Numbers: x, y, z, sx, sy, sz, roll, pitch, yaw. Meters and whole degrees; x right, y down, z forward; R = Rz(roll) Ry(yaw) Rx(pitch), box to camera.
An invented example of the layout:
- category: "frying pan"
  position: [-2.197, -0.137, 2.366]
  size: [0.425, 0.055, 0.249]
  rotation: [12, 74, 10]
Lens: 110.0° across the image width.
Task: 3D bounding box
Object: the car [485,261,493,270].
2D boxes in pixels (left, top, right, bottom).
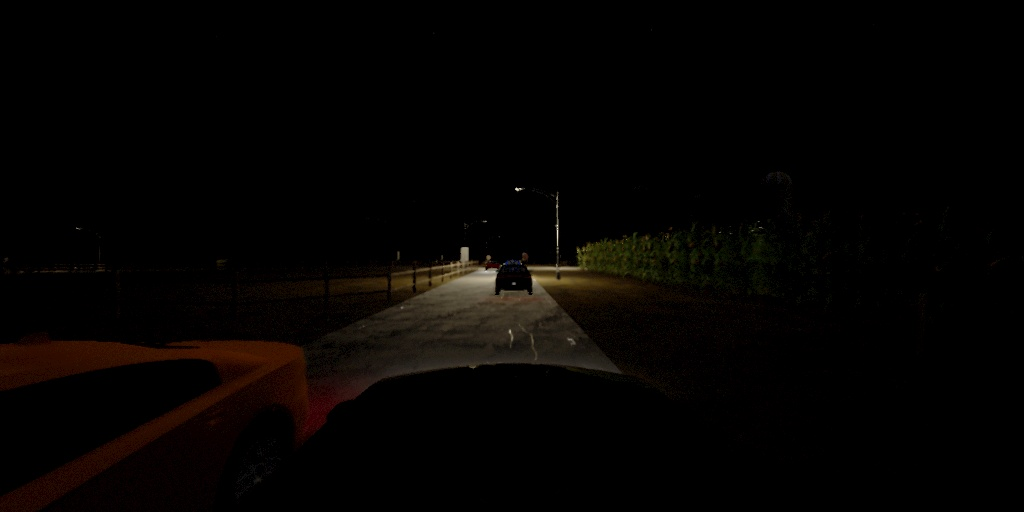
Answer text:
- category: "car"
  position: [-2.768, 1.353, 50.525]
  size: [1.895, 1.301, 4.718]
  rotation: [0, 0, 0]

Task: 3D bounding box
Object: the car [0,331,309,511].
- category: "car"
  position: [-2.851, 1.230, 1.319]
  size: [1.882, 1.535, 5.008]
  rotation: [0, 0, 0]

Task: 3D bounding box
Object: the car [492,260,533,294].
- category: "car"
  position: [0.094, 1.175, 19.807]
  size: [1.882, 1.535, 5.008]
  rotation: [0, 0, 0]
